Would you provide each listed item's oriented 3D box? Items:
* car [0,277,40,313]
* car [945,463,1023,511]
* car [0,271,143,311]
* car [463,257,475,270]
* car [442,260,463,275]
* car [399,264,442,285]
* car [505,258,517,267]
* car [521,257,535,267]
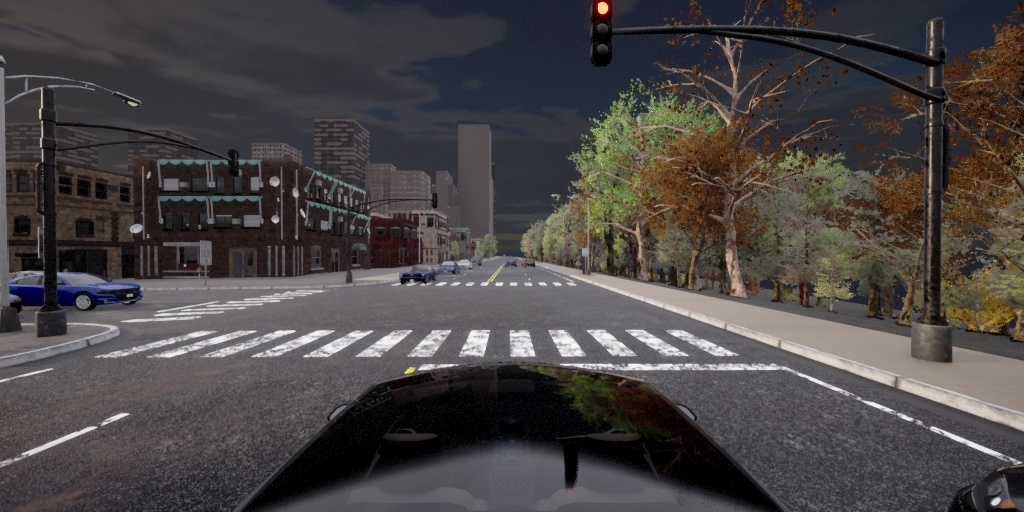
[{"bbox_3d":[-19.998,1.565,12.493,4.313,1.339,1.948,0,0,0],"label":"car"},{"bbox_3d":[3.363,1.314,0.173,1.994,1.385,4.181,0,0,-1],"label":"car"},{"bbox_3d":[-18.751,1.435,15.209,5.008,1.535,1.882,-1,1,-1],"label":"car"},{"bbox_3d":[-6.825,1.257,51.764,1.812,1.442,4.674,0,0,0],"label":"car"},{"bbox_3d":[-6.775,1.264,38.669,1.812,1.442,4.674,0,0,0],"label":"car"},{"bbox_3d":[-6.730,1.344,26.280,1.895,1.301,4.718,0,0,0],"label":"car"},{"bbox_3d":[-0.203,1.078,63.995,2.097,1.767,4.553,0,0,0],"label":"car"},{"bbox_3d":[3.052,1.231,63.211,1.837,1.490,4.892,0,0,0],"label":"car"}]
